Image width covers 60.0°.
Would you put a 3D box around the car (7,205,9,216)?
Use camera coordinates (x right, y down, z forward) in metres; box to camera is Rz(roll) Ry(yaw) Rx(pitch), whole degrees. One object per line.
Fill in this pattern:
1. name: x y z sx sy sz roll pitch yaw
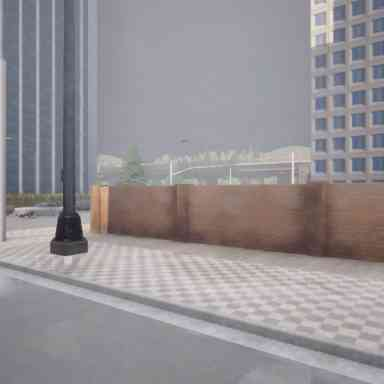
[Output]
1. car: -18.176 1.547 29.228 2.033 1.411 5.357 0 0 32

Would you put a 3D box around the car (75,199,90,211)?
1. car: -12.366 1.547 37.458 2.033 1.411 5.357 0 0 35

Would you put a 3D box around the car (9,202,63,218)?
1. car: -13.373 1.601 29.922 1.895 1.301 4.718 0 0 35
